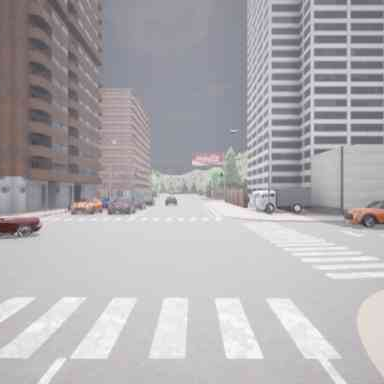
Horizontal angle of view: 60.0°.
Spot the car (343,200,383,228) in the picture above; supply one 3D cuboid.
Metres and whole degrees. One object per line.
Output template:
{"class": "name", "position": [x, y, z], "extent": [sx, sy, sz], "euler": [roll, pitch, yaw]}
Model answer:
{"class": "car", "position": [12.100, 1.282, 21.056], "extent": [4.553, 1.767, 2.097], "euler": [0, 0, 0]}

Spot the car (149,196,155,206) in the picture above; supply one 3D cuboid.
{"class": "car", "position": [-7.051, 1.441, 52.832], "extent": [1.882, 1.535, 5.008], "euler": [0, 0, 0]}

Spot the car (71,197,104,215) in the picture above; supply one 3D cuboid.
{"class": "car", "position": [-10.579, 1.328, 33.660], "extent": [2.097, 1.767, 4.553], "euler": [0, 0, 0]}

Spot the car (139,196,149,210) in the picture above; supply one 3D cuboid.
{"class": "car", "position": [-7.077, 1.475, 42.785], "extent": [1.837, 1.490, 4.892], "euler": [0, 0, 0]}

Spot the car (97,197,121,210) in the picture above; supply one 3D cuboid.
{"class": "car", "position": [-10.576, 1.448, 42.885], "extent": [1.882, 1.535, 5.008], "euler": [0, 0, 0]}

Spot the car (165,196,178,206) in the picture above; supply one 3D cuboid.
{"class": "car", "position": [-3.388, 1.466, 55.315], "extent": [1.837, 1.490, 4.892], "euler": [0, 0, 0]}

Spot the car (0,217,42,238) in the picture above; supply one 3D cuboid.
{"class": "car", "position": [-9.846, 1.560, 16.085], "extent": [4.718, 1.301, 1.895], "euler": [0, 0, -27]}

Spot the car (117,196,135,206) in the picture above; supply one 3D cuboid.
{"class": "car", "position": [-10.544, 1.440, 53.349], "extent": [1.882, 1.535, 5.008], "euler": [0, 0, 1]}

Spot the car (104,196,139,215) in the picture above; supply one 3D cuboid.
{"class": "car", "position": [-7.055, 1.328, 33.651], "extent": [2.097, 1.767, 4.553], "euler": [0, 0, 0]}
